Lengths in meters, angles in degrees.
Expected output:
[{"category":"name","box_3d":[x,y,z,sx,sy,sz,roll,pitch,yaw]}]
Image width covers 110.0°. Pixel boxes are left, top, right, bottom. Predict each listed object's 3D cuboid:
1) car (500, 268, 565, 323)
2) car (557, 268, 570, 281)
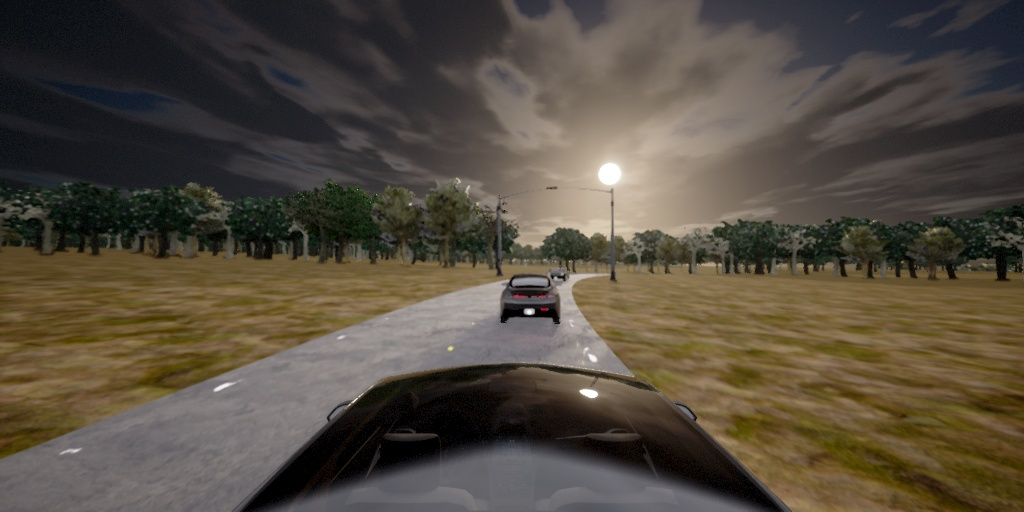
[{"category":"car","box_3d":[0.677,1.336,12.498,1.837,1.490,4.892,0,0,4]},{"category":"car","box_3d":[4.595,1.785,35.363,1.895,1.301,4.718,0,-1,15]}]
